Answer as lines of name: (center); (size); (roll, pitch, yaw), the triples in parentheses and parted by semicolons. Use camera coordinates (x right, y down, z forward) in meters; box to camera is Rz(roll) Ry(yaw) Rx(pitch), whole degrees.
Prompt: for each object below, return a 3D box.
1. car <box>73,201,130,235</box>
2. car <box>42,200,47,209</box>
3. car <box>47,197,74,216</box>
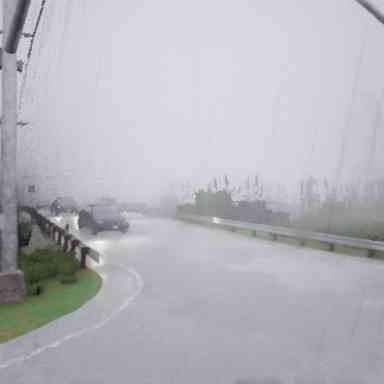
car: (-4.954, 1.377, 18.295); (1.812, 1.442, 4.674); (0, 2, -31)
car: (-18.940, 1.745, 42.933); (1.895, 1.301, 4.718); (0, -3, -29)
car: (-10.865, 1.182, 28.333); (1.812, 1.442, 4.674); (0, 0, -29)
